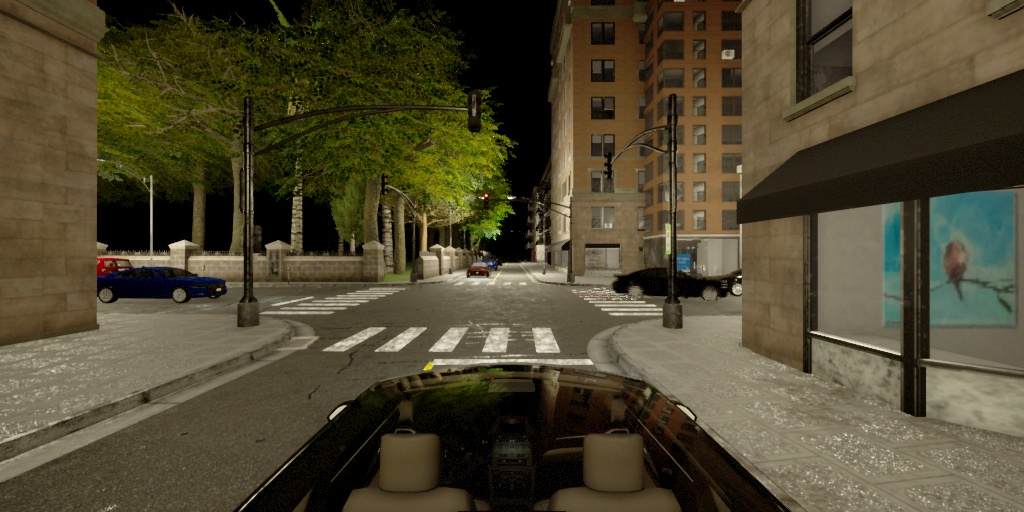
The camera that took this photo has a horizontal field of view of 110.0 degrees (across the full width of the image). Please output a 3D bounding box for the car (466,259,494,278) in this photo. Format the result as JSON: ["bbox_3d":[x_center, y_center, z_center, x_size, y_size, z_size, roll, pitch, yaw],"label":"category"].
[{"bbox_3d":[-3.056,1.293,33.608,1.994,1.385,4.181,0,0,0],"label":"car"}]

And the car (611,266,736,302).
[{"bbox_3d":[7.214,1.237,16.764,5.008,1.535,1.882,0,0,14],"label":"car"}]

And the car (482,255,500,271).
[{"bbox_3d":[-3.041,0.922,47.969,2.150,2.045,5.566,0,0,0],"label":"car"}]

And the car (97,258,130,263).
[{"bbox_3d":[-25.924,1.035,21.778,5.009,1.841,2.192,0,0,1],"label":"car"}]

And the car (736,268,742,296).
[{"bbox_3d":[12.689,1.271,18.683,4.892,1.490,1.837,0,0,1],"label":"car"}]

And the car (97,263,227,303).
[{"bbox_3d":[-15.473,1.212,15.860,5.008,1.535,1.882,0,0,0],"label":"car"}]
